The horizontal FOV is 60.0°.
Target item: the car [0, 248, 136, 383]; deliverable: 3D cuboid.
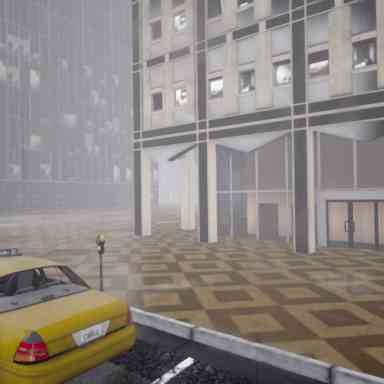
[{"bbox_3d":[-2.988,1.528,5.021,4.829,1.417,1.752,0,-1,36],"label":"car"}]
